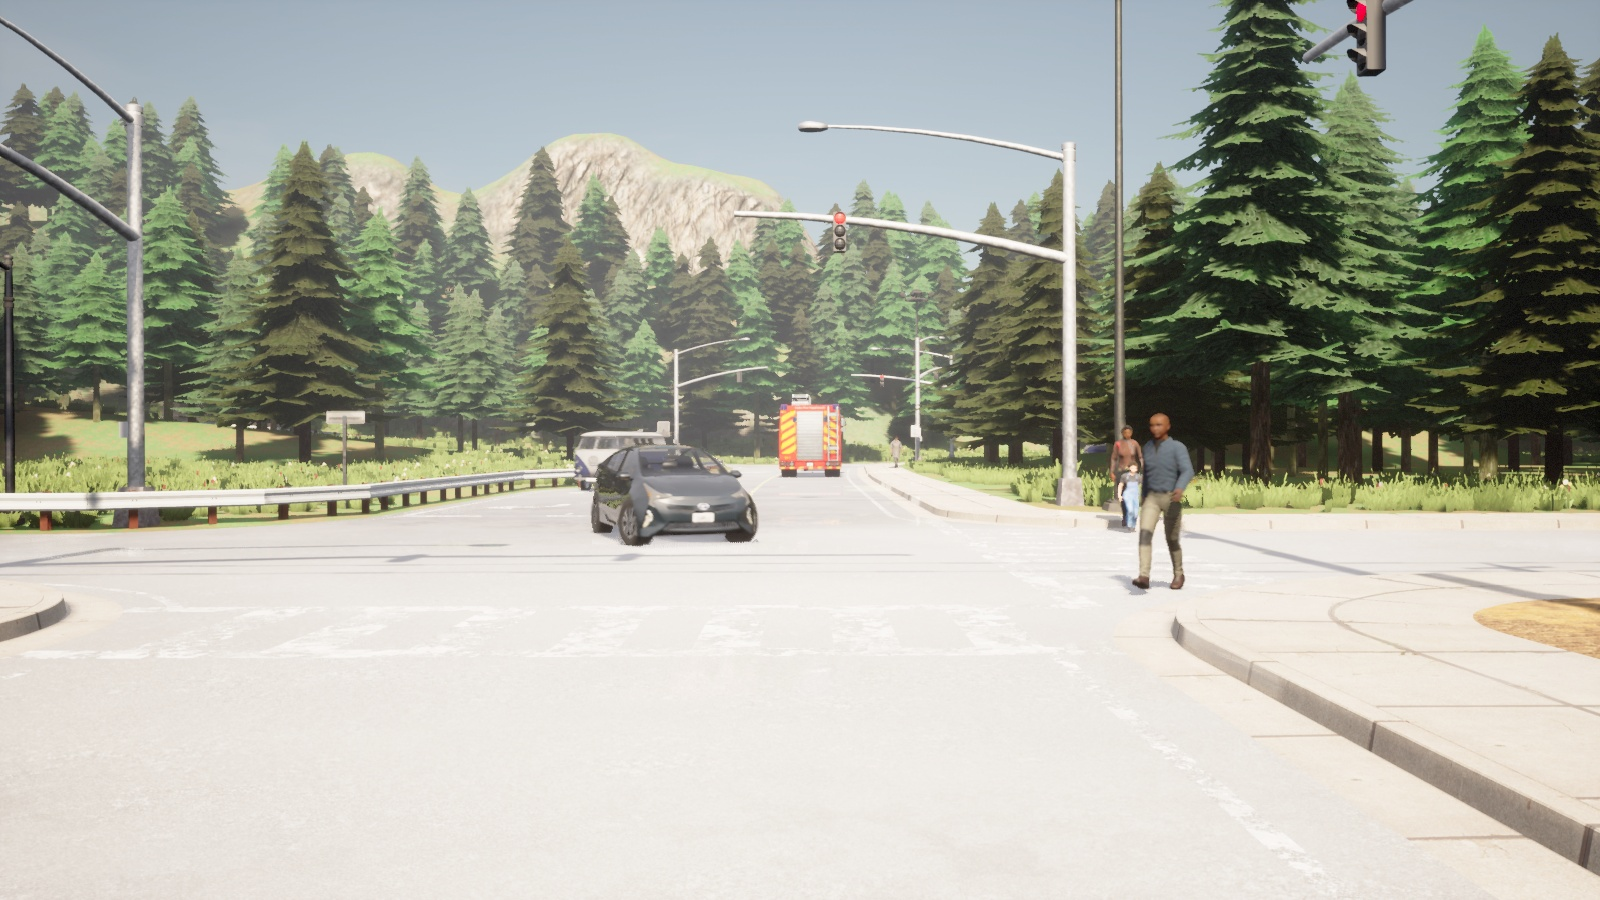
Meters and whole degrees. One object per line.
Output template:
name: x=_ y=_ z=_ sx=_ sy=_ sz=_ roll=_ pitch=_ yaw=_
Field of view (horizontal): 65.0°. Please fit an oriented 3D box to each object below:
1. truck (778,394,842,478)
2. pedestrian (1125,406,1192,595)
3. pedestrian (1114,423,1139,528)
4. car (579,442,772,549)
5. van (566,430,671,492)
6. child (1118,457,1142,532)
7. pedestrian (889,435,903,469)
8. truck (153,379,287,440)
truck: x=0.580 y=-0.660 z=61.508 sx=2.891 sy=3.827 sz=8.468 roll=0 pitch=0 yaw=2
pedestrian: x=3.600 y=0.489 z=12.598 sx=0.370 sy=1.835 sz=0.726 roll=0 pitch=0 yaw=41
pedestrian: x=5.710 y=0.439 z=21.995 sx=0.328 sy=1.805 sz=0.869 roll=0 pitch=0 yaw=9
car: x=-2.162 y=0.637 z=20.446 sx=2.007 sy=1.525 sz=4.514 roll=0 pitch=0 yaw=-21
van: x=-6.058 y=0.350 z=42.440 sx=1.775 sy=1.987 sz=4.442 roll=0 pitch=0 yaw=17
child: x=5.615 y=0.752 z=21.356 sx=0.270 sy=1.263 sz=0.437 roll=0 pitch=0 yaw=-3
pedestrian: x=5.473 y=0.114 z=71.576 sx=0.659 sy=1.952 sz=0.873 roll=0 pitch=0 yaw=-7
truck: x=-41.593 y=-2.828 z=90.260 sx=7.936 sy=3.462 sz=2.891 roll=7 pitch=-4 yaw=-44
